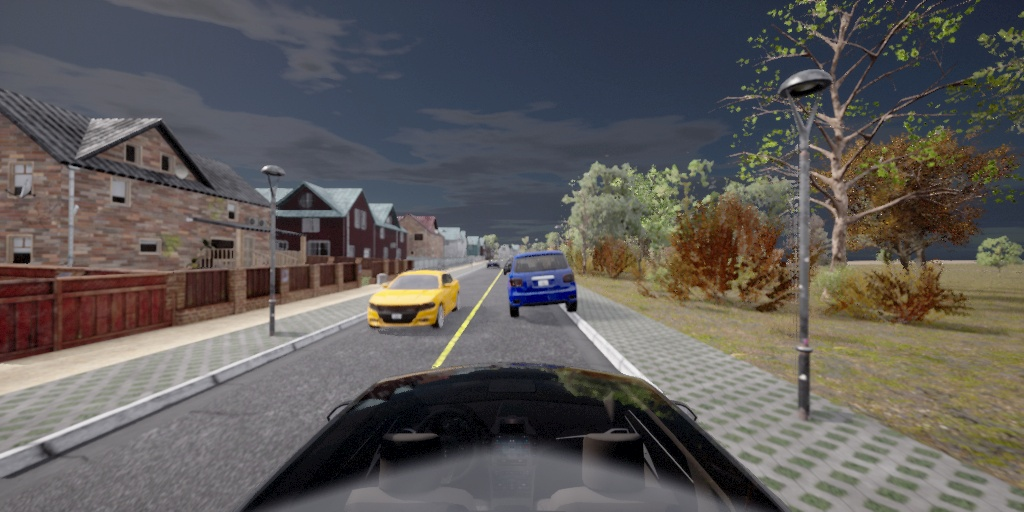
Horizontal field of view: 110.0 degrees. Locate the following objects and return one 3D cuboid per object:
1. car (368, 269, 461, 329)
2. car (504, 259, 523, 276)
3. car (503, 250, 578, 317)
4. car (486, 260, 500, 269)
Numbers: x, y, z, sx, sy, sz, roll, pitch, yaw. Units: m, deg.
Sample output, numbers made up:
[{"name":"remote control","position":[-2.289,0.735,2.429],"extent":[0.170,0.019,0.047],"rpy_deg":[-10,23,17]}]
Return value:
[{"name":"car","position":[-2.823,1.200,11.294],"extent":[1.882,1.535,5.008],"rpy_deg":[0,0,0]},{"name":"car","position":[0.144,1.147,37.340],"extent":[1.837,1.490,4.892],"rpy_deg":[0,1,1]},{"name":"car","position":[0.923,0.866,13.065],"extent":[2.150,2.045,5.566],"rpy_deg":[-5,0,0]},{"name":"car","position":[-2.694,1.192,52.358],"extent":[1.895,1.301,4.718],"rpy_deg":[0,0,0]}]
